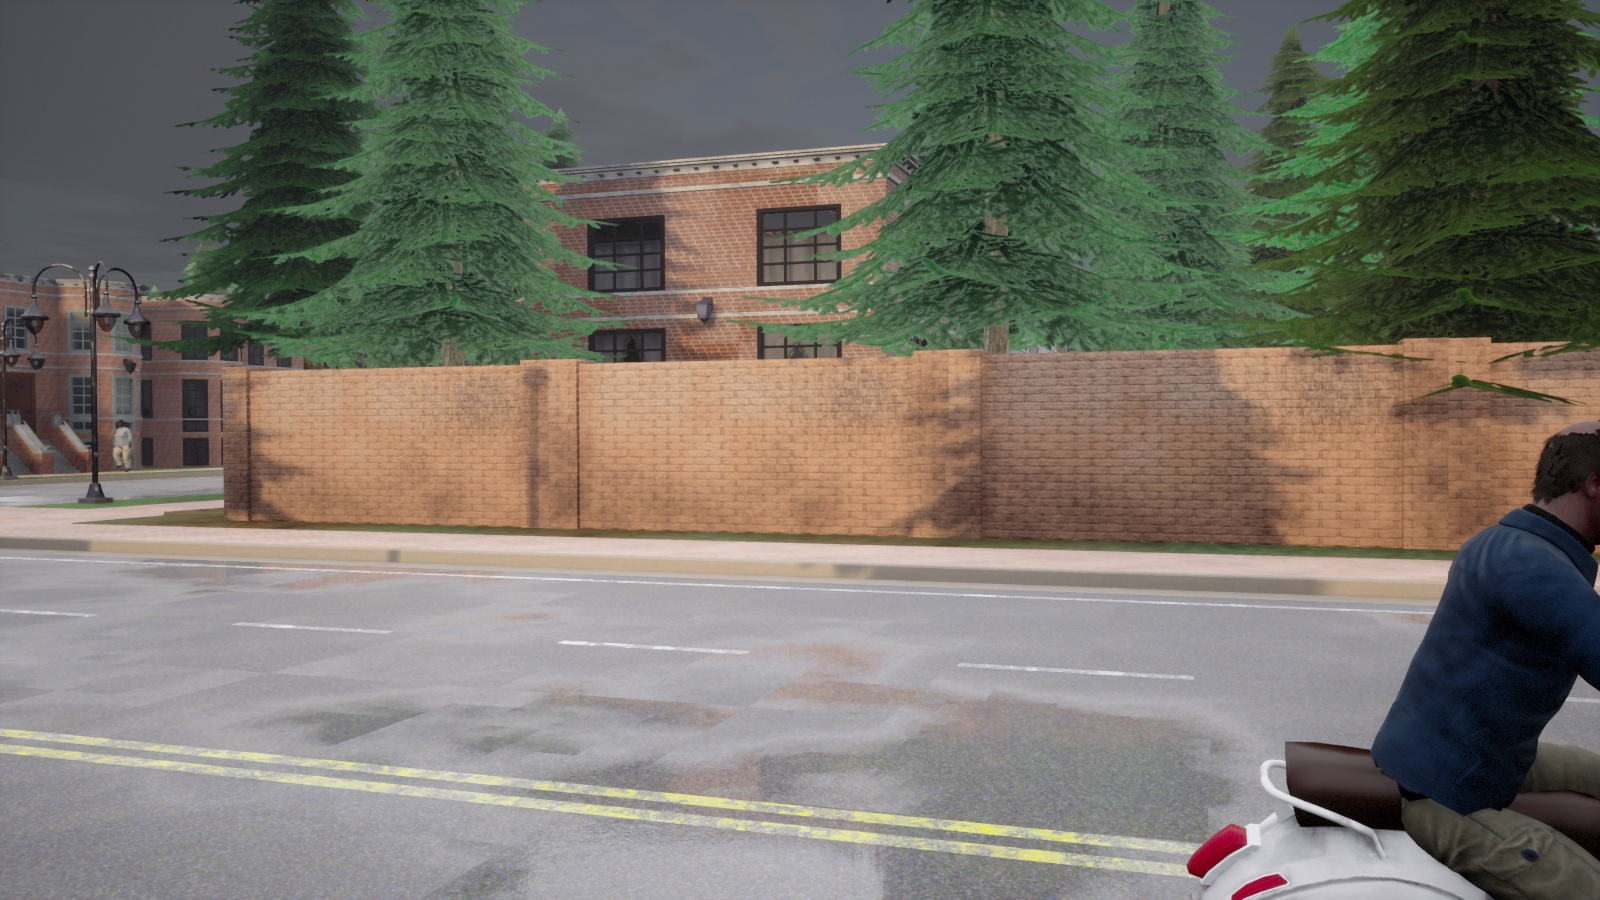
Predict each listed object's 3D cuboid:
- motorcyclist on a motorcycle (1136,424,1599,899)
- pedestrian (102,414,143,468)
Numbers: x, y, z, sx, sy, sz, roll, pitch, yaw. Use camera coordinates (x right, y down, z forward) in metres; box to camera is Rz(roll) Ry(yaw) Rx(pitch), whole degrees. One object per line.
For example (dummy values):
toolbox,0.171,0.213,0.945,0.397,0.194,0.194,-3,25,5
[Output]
motorcyclist on a motorcycle,1.671,0.744,2.630,1.817,1.590,0.866,1,1,19
pedestrian,-23.582,-0.334,43.693,0.874,1.855,0.900,1,1,20
